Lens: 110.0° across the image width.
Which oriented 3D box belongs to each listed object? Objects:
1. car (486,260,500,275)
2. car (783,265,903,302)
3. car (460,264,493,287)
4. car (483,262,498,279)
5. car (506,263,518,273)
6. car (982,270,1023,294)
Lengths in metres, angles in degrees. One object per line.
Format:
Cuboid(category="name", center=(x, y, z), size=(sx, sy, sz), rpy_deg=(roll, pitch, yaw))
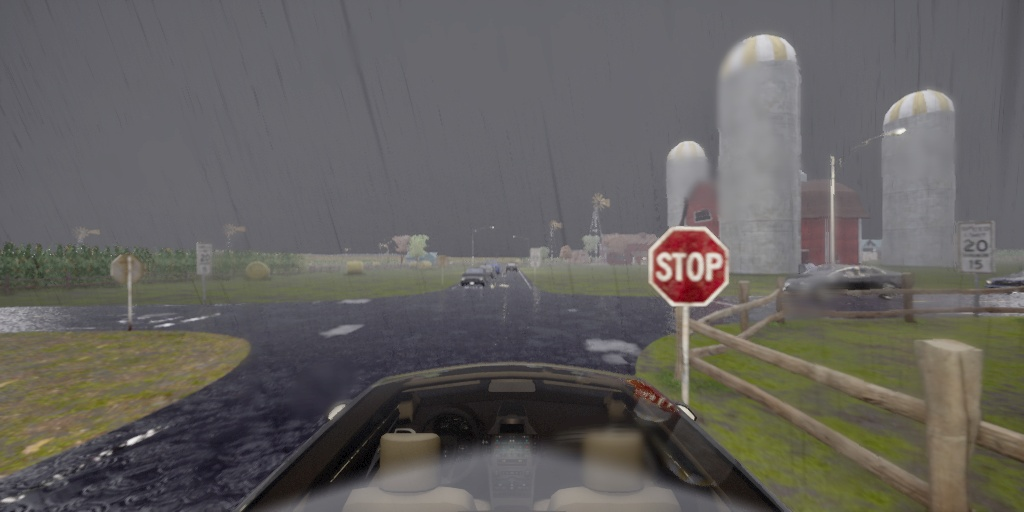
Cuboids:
Cuboid(category="car", center=(-2.867, 1.587, 51.566), size=(2.150, 2.045, 5.566), rpy_deg=(0, -1, 0))
Cuboid(category="car", center=(14.538, 1.159, 16.035), size=(4.902, 1.511, 2.128), rpy_deg=(-1, 0, -1))
Cuboid(category="car", center=(-2.875, 1.620, 28.442), size=(2.033, 1.411, 5.357), rpy_deg=(0, -1, 0))
Cuboid(category="car", center=(-2.868, 1.722, 39.878), size=(1.837, 1.490, 4.892), rpy_deg=(0, -1, 0))
Cuboid(category="car", center=(-0.048, 1.953, 59.971), size=(1.882, 1.535, 5.008), rpy_deg=(0, -1, 0))
Cuboid(category="car", center=(24.830, 1.068, 16.114), size=(5.357, 1.411, 2.033), rpy_deg=(-1, 0, 0))
